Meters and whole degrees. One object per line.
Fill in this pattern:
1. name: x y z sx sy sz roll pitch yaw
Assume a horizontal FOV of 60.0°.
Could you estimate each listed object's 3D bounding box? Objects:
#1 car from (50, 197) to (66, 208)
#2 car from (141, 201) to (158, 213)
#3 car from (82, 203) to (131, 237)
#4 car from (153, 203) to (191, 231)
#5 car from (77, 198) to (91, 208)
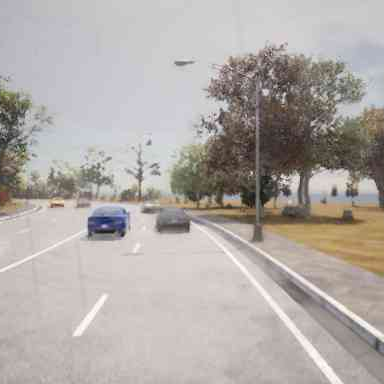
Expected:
1. car: -19.945 1.556 49.474 1.882 1.535 5.008 0 0 -23
2. car: -4.815 1.670 38.555 1.895 1.301 4.718 0 0 -16
3. car: -4.477 1.512 18.427 1.882 1.535 5.008 0 0 -6
4. car: -1.236 1.599 20.733 1.994 1.385 4.181 0 0 -7
5. car: -15.924 1.608 48.886 1.812 1.442 4.674 0 0 -22
